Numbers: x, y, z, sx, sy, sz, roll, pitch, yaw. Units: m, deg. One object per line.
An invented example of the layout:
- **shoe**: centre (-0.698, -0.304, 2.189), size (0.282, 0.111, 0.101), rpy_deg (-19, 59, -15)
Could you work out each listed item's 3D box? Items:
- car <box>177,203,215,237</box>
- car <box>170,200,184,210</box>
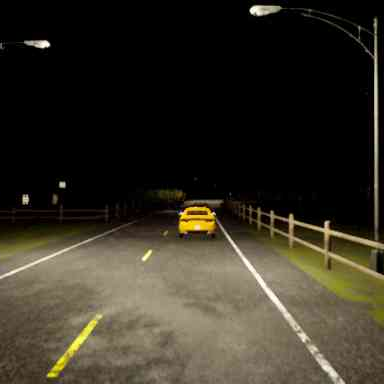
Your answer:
- **car**: centre (0.321, 1.643, 19.273), size (1.882, 1.535, 5.008), rpy_deg (0, 0, 1)
- **car**: centre (-2.138, 1.879, 49.065), size (1.882, 1.535, 5.008), rpy_deg (0, -1, 3)
